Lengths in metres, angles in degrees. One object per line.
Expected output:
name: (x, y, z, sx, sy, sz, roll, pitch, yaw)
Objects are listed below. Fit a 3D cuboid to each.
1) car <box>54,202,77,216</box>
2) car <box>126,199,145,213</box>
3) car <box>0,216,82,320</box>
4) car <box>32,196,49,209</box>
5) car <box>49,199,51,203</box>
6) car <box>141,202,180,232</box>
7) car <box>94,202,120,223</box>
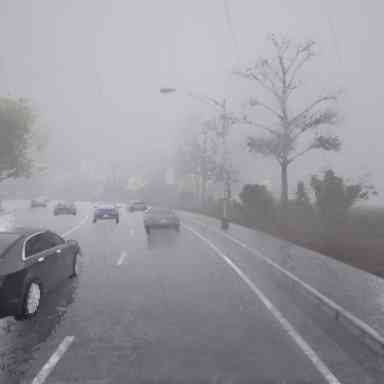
car: (-11.947, 1.630, 31.593, 1.895, 1.301, 4.718, 0, 0, -17)
car: (-6.233, 1.514, 37.268, 2.128, 1.511, 4.902, 0, 0, -18)
car: (-3.818, 1.517, 7.264, 1.837, 1.490, 4.892, 0, 0, -4)
car: (-21.310, 1.564, 46.358, 1.812, 1.442, 4.674, 0, 0, -25)
car: (-30.714, 1.566, 68.795, 1.812, 1.442, 4.674, 0, 0, -36)
car: (-1.921, 1.573, 20.286, 1.994, 1.385, 4.181, 0, 0, -10)
car: (-6.664, 1.546, 26.040, 1.812, 1.442, 4.674, 0, 0, -13)
